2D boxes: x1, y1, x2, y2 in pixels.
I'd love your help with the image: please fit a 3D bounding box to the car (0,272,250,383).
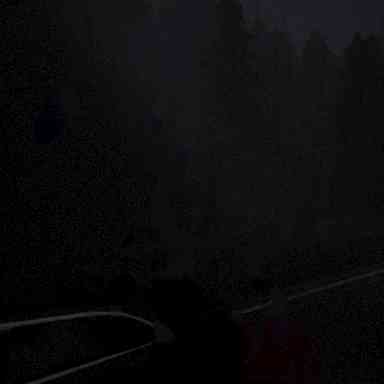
[{"bbox_3d":[-1.766,1.491,2.379,4.902,1.511,2.128,-1,0,-35],"label":"car"}]
